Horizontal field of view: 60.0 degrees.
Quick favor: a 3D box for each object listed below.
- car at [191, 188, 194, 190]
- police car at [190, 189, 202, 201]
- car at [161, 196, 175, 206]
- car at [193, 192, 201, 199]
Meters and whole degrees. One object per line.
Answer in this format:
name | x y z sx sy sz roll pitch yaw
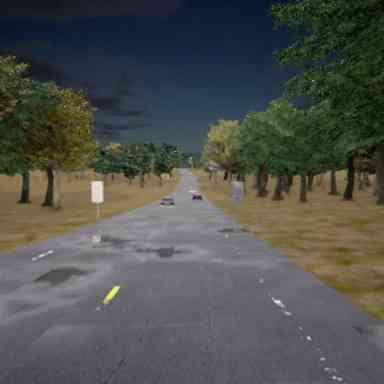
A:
car | 1.031 0.482 81.267 1.801 1.575 5.366 0 2 0
police car | 1.035 0.872 65.194 1.930 1.638 5.238 0 1 0
car | -3.587 1.271 49.854 2.033 1.411 5.357 0 1 0
car | 1.033 0.726 75.083 1.812 1.442 4.674 0 2 0
